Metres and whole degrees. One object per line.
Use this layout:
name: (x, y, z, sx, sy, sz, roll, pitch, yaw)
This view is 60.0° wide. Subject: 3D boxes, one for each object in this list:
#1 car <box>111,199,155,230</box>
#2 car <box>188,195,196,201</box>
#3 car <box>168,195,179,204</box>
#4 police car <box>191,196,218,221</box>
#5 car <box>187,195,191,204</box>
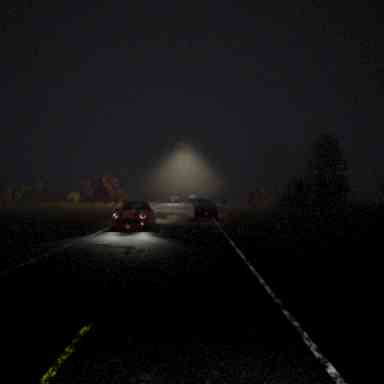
car: (-3.574, 1.345, 20.755, 2.097, 1.767, 4.553, 0, 0, 0)
car: (0.085, 1.352, 78.167, 1.812, 1.442, 4.674, 0, 0, 0)
car: (-3.458, 1.405, 62.688, 2.128, 1.511, 4.902, 0, 0, 1)
police car: (1.083, 1.412, 27.435, 1.930, 1.638, 5.238, 0, 0, 0)
car: (0.074, 1.407, 61.697, 2.128, 1.511, 4.902, 0, 0, 0)
